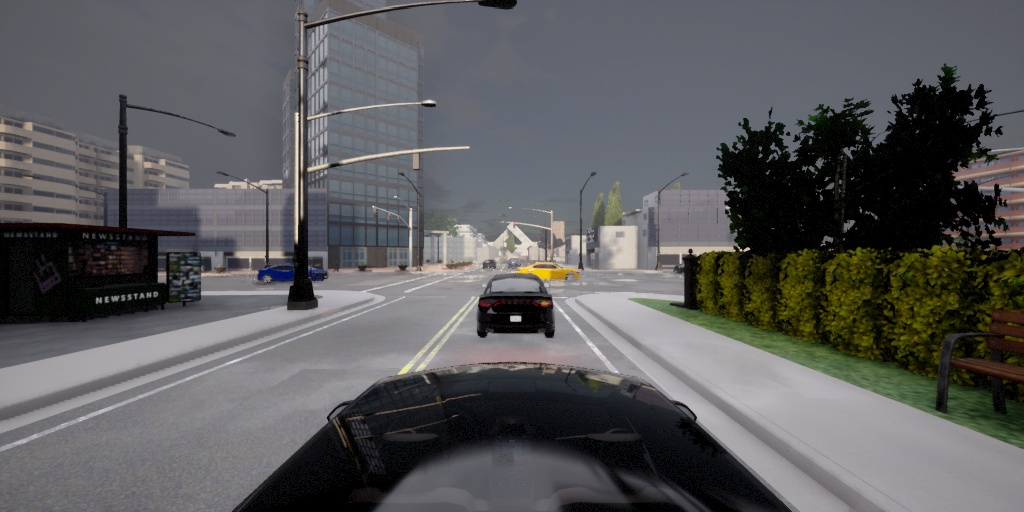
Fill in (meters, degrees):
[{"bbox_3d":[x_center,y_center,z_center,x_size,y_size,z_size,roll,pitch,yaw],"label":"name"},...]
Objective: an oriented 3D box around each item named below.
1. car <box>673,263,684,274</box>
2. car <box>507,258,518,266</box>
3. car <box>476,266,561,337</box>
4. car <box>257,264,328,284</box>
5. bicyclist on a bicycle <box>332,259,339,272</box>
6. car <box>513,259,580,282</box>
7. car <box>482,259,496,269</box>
[{"bbox_3d":[19.977,1.058,38.806,4.553,1.767,2.097,0,0,0],"label":"car"},{"bbox_3d":[0.293,1.102,57.615,2.097,1.767,4.553,0,0,0],"label":"car"},{"bbox_3d":[0.107,1.228,10.355,1.882,1.535,5.008,0,0,1],"label":"car"},{"bbox_3d":[-17.006,1.342,27.950,5.008,1.535,1.882,-1,0,0],"label":"car"},{"bbox_3d":[-21.835,1.216,44.408,0.582,1.620,1.656,-1,0,0],"label":"bicyclist on a bicycle"},{"bbox_3d":[2.794,1.232,28.031,5.008,1.535,1.882,0,0,0],"label":"car"},{"bbox_3d":[-3.395,1.228,54.136,1.882,1.535,5.008,0,0,0],"label":"car"}]
